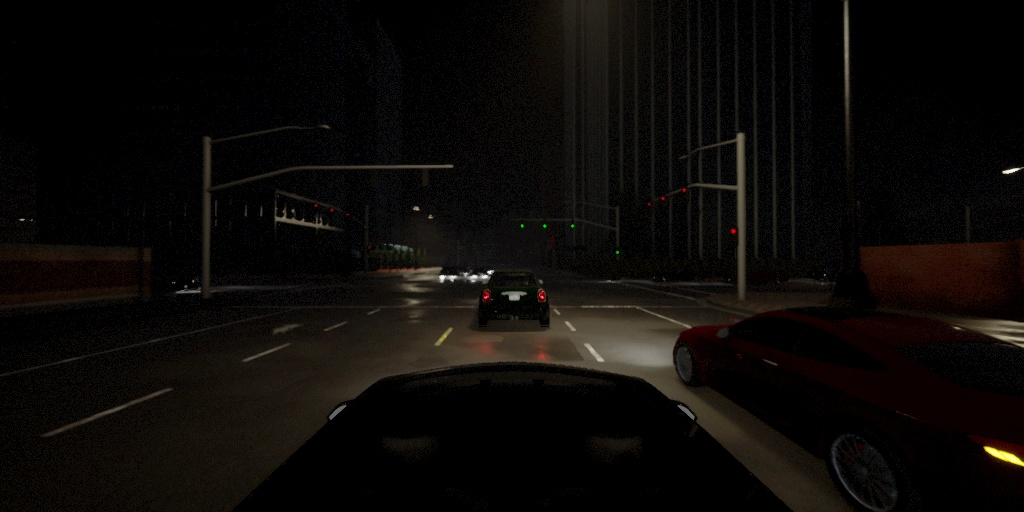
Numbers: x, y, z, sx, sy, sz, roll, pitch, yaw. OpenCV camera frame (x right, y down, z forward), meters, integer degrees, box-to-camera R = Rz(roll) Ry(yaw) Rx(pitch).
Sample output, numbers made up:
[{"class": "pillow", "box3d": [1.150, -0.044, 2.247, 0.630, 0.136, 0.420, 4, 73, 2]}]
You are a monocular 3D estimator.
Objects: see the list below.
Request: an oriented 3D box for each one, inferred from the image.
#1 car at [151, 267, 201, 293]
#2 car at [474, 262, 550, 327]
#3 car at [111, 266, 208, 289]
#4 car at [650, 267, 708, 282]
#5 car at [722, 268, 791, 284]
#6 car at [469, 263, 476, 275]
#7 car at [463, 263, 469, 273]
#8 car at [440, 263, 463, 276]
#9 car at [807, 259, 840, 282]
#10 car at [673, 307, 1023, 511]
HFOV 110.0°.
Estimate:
[{"class": "car", "box3d": [-23.162, 1.533, 22.522, 5.357, 1.411, 2.033, 0, -1, -1]}, {"class": "car", "box3d": [0.017, 1.221, 12.248, 2.097, 1.767, 4.553, 0, -1, -1]}, {"class": "car", "box3d": [-25.408, 1.516, 26.002, 4.902, 1.511, 2.128, 0, -1, -1]}, {"class": "car", "box3d": [15.518, 1.710, 33.577, 4.718, 1.301, 1.895, 0, -1, 0]}, {"class": "car", "box3d": [20.435, 1.671, 30.120, 4.718, 1.301, 1.895, 0, -1, -1]}, {"class": "car", "box3d": [-4.287, 1.874, 48.099, 1.895, 1.301, 4.718, 0, -1, -1]}, {"class": "car", "box3d": [-8.015, 1.913, 58.133, 1.812, 1.442, 4.674, 0, -1, 0]}, {"class": "car", "box3d": [-7.843, 1.809, 45.589, 1.994, 1.385, 4.181, 0, -1, -1]}, {"class": "car", "box3d": [31.078, 1.333, 33.710, 5.566, 2.045, 2.150, 0, -1, 0]}, {"class": "car", "box3d": [3.589, 1.302, 4.054, 1.812, 1.442, 4.674, 0, -1, 0]}]
